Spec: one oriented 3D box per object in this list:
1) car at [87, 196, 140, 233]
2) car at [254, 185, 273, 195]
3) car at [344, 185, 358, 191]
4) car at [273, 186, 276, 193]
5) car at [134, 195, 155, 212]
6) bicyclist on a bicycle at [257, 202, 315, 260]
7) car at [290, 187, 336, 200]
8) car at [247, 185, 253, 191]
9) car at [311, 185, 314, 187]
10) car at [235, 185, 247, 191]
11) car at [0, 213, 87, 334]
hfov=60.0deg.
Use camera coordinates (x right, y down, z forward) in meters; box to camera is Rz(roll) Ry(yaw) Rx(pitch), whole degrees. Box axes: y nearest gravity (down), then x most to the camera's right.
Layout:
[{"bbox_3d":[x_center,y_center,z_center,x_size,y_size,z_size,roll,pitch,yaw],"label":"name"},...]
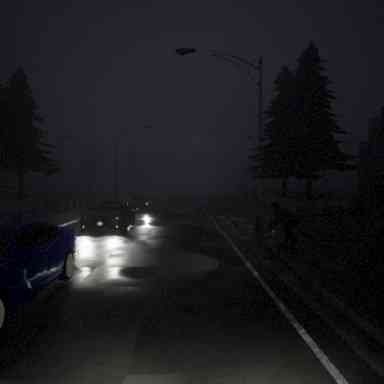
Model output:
[{"bbox_3d":[-3.976,1.122,16.241,1.994,1.385,4.181,0,2,-1],"label":"car"},{"bbox_3d":[12.456,-0.257,58.293,1.845,1.501,3.633,0,2,-1],"label":"car"},{"bbox_3d":[37.115,-0.900,77.063,2.007,1.523,4.514,0,2,-1],"label":"car"},{"bbox_3d":[15.313,-0.457,65.759,1.970,1.475,3.806,0,2,-1],"label":"car"},{"bbox_3d":[-4.185,0.926,27.213,1.895,1.301,4.718,0,2,-2],"label":"car"},{"bbox_3d":[2.603,1.075,9.414,1.656,1.620,0.582,-8,2,-1],"label":"bicyclist on a bicycle"},{"bbox_3d":[14.678,0.428,40.888,4.718,1.301,1.895,0,2,-1],"label":"car"},{"bbox_3d":[15.152,-1.023,84.417,2.152,1.636,5.027,0,2,-1],"label":"car"},{"bbox_3d":[27.123,-0.853,76.941,1.845,1.501,3.633,0,2,-1],"label":"car"},{"bbox_3d":[12.016,-1.004,84.313,2.007,1.523,4.514,0,2,-1],"label":"car"},{"bbox_3d":[-3.731,1.310,6.254,1.882,1.535,5.008,0,2,-1],"label":"car"}]
